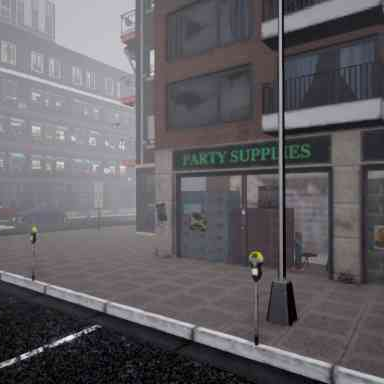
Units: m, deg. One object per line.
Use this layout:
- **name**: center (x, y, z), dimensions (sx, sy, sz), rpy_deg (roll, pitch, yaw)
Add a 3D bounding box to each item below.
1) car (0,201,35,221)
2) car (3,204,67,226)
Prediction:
- **car**: center (-14.952, 1.609, 26.714), dimensions (2.192, 1.841, 5.009), rpy_deg (-1, -2, 35)
- **car**: center (-12.057, 1.872, 26.303), dimensions (1.994, 1.385, 4.181), rpy_deg (0, -1, 35)
